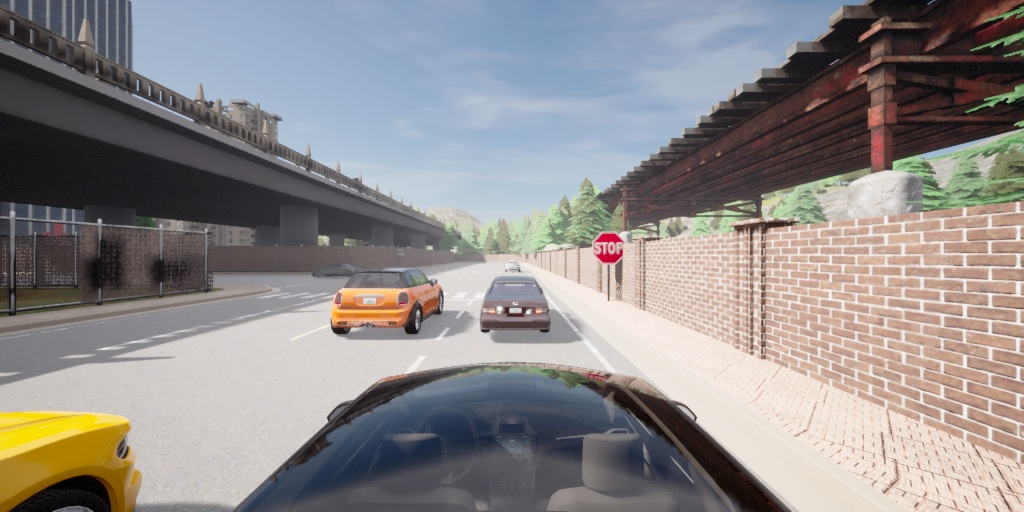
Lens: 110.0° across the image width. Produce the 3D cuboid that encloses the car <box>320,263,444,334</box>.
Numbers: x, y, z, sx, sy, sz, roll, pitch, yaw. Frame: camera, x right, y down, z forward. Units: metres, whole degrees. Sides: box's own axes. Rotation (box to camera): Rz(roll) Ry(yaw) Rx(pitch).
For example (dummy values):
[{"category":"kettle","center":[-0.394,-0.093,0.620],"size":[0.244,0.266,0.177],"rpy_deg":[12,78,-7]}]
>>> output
[{"category":"car","center":[-3.422,1.102,10.736],"size":[2.097,1.767,4.553],"rpy_deg":[0,0,0]}]

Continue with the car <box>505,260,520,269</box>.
[{"category":"car","center":[0.092,1.276,45.451],"size":[1.812,1.442,4.674],"rpy_deg":[0,0,-1]}]

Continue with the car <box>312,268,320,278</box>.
[{"category":"car","center":[-15.929,1.314,32.814],"size":[4.181,1.385,1.994],"rpy_deg":[0,0,0]}]

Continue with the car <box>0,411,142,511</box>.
[{"category":"car","center":[-3.397,1.228,0.274],"size":[1.882,1.535,5.008],"rpy_deg":[0,0,0]}]

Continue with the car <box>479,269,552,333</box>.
[{"category":"car","center":[0.079,1.297,10.758],"size":[2.033,1.411,5.357],"rpy_deg":[0,0,0]}]
